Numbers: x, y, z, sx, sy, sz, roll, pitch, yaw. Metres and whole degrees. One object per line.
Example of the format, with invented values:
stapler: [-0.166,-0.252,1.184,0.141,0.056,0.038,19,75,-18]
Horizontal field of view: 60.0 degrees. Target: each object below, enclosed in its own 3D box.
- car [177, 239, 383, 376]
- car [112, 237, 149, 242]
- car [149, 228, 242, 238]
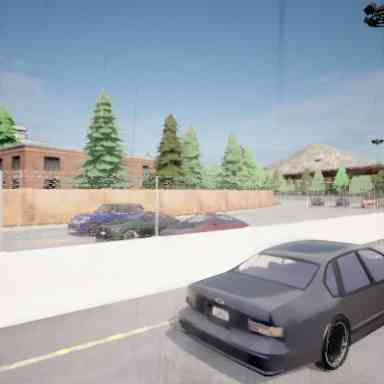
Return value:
car: [2.309,1.556,5.719,5.357,1.411,2.033,0,0,-39]
car: [-2.354,1.611,15.805,4.181,1.385,1.994,0,0,-41]
car: [0.636,1.597,13.770,4.181,1.385,1.994,0,0,-42]
